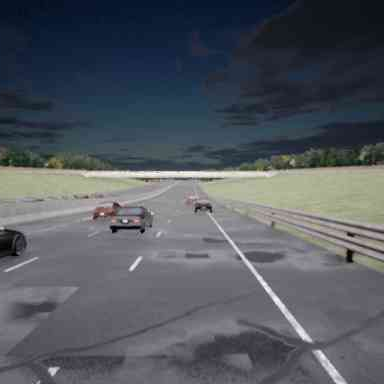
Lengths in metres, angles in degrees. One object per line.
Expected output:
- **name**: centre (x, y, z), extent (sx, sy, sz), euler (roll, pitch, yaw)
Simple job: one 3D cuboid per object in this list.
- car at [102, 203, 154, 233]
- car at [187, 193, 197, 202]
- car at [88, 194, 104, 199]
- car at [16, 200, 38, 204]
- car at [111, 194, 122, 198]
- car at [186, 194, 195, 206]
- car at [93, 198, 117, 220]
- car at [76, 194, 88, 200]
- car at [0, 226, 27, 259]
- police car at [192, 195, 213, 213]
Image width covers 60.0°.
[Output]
- **car**: centre (-3.402, 1.529, 19.450), extent (2.033, 1.411, 5.357), euler (0, 0, 0)
- **car**: centre (-0.013, 1.100, 71.427), extent (2.097, 1.767, 4.553), euler (0, 1, 0)
- **car**: centre (-21.007, 1.285, 74.234), extent (1.837, 1.490, 4.892), euler (0, 1, 0)
- **car**: centre (-17.593, 1.547, 35.525), extent (2.033, 1.411, 5.357), euler (0, 0, 0)
- **car**: centre (-17.507, 1.121, 77.279), extent (1.994, 1.385, 4.181), euler (0, 1, 0)
- **car**: centre (-0.020, 1.520, 55.472), extent (2.128, 1.511, 4.902), euler (0, 0, 0)
- **car**: centre (-6.902, 1.513, 27.858), extent (1.812, 1.442, 4.674), euler (0, 0, 0)
- **car**: centre (-24.507, 1.250, 74.647), extent (1.882, 1.535, 5.008), euler (0, 1, 0)
- **car**: centre (-6.901, 1.550, 10.218), extent (1.994, 1.385, 4.181), euler (0, 0, 0)
- **police car**: centre (1.222, 1.427, 36.700), extent (1.930, 1.638, 5.238), euler (0, 0, 0)
